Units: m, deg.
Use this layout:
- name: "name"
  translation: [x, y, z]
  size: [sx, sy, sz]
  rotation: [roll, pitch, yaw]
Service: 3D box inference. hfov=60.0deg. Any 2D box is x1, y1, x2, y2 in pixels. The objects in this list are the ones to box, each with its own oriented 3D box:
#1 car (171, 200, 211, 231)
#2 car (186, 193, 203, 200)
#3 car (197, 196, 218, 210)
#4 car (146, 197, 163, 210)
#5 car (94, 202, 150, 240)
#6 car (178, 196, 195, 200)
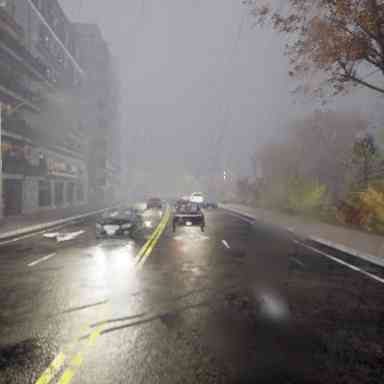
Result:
- name: "car"
  translation: [-0.256, 1.472, 20.422]
  size: [2.128, 1.511, 4.902]
  rotation: [0, 0, -2]
- name: "car"
  translation: [0.739, 1.148, 58.688]
  size: [2.150, 2.045, 5.566]
  rotation: [0, 0, -5]
- name: "car"
  translation: [2.027, 1.552, 41.434]
  size: [1.895, 1.301, 4.718]
  rotation: [0, 0, -4]
- name: "car"
  translation: [-4.706, 1.433, 42.176]
  size: [1.882, 1.535, 5.008]
  rotation: [0, 0, -3]
- name: "car"
  translation: [-3.610, 1.478, 17.011]
  size: [2.128, 1.511, 4.902]
  rotation: [0, 0, -1]
- name: "car"
  translation: [-1.053, 1.522, 38.455]
  size: [1.994, 1.385, 4.181]
  rotation: [0, 0, -3]
